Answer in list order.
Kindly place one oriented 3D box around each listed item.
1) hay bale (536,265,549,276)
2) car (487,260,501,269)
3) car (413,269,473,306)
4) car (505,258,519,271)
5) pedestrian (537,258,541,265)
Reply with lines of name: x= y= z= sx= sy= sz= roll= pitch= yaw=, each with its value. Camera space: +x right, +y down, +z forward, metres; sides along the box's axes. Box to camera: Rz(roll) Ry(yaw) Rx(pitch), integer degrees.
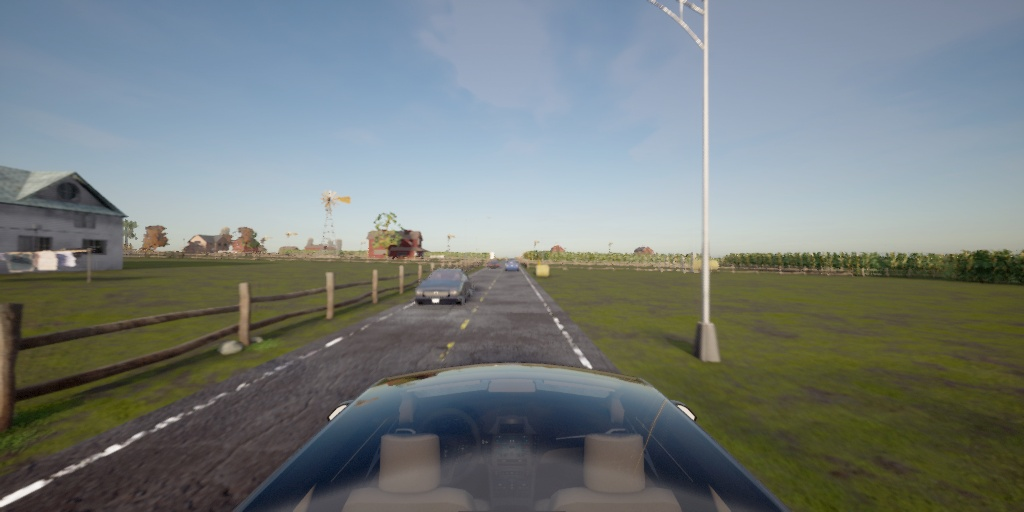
hay bale: x=3.116 y=1.402 z=36.590 sx=1.220 sy=1.180 sz=1.240 roll=0 pitch=0 yaw=0
car: x=-2.821 y=1.316 z=57.294 sx=1.994 sy=1.385 sz=4.181 roll=0 pitch=0 yaw=1
car: x=-2.855 y=1.293 z=16.096 sx=2.033 sy=1.411 sz=5.357 roll=0 pitch=0 yaw=0
car: x=0.020 y=1.297 z=47.971 sx=2.033 sy=1.411 sz=5.357 roll=0 pitch=0 yaw=0
pedestrian: x=2.816 y=1.063 z=37.703 sx=0.375 sy=1.860 sz=0.375 roll=1 pitch=-1 yaw=-2
